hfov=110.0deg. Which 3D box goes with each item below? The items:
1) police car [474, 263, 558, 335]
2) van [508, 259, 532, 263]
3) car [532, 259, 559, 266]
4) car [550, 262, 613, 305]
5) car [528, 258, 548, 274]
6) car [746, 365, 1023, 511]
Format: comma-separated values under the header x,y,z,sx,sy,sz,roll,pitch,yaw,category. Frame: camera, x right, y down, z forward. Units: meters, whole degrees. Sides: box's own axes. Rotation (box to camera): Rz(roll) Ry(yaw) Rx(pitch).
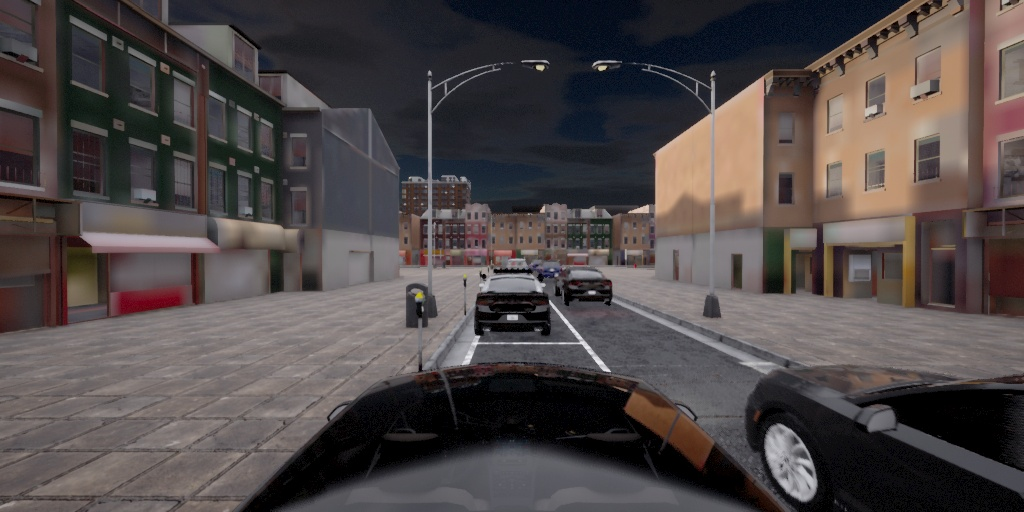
x,y,z,sx,sy,sz,roll,pitch,yaw,category
0.012,1.174,10.611,1.930,1.638,5.238,0,0,0,police car
0.382,1.095,27.349,1.690,1.789,3.998,0,0,0,van
3.107,1.107,29.911,2.097,1.767,4.553,0,0,0,car
3.020,1.227,15.998,1.882,1.535,5.008,0,0,0,car
3.104,1.117,43.170,2.097,1.767,4.553,0,0,0,car
3.111,1.256,1.393,1.837,1.490,4.892,0,0,0,car
